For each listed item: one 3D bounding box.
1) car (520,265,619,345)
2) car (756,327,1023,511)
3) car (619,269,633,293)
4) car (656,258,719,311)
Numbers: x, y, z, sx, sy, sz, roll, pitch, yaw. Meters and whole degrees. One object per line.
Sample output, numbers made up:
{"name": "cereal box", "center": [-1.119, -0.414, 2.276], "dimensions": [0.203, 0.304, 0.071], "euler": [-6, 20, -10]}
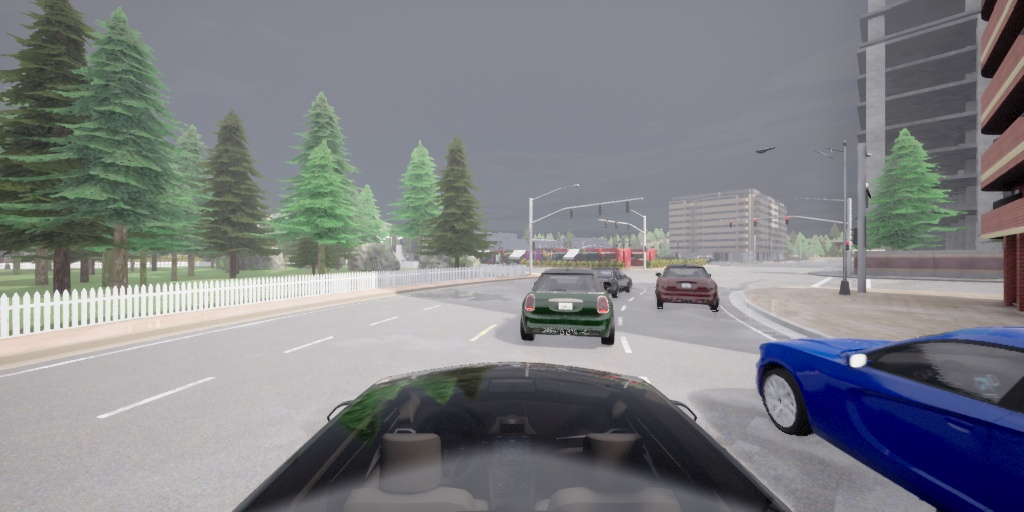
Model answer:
{"name": "car", "center": [1.616, 1.104, 9.817], "dimensions": [2.097, 1.767, 4.553], "euler": [0, 0, 13]}
{"name": "car", "center": [3.895, 1.229, 2.414], "dimensions": [1.882, 1.535, 5.008], "euler": [0, 0, 2]}
{"name": "car", "center": [4.866, 1.302, 18.569], "dimensions": [2.033, 1.411, 5.357], "euler": [0, 0, 29]}
{"name": "car", "center": [7.131, 1.106, 14.877], "dimensions": [2.097, 1.767, 4.553], "euler": [0, 0, 23]}
